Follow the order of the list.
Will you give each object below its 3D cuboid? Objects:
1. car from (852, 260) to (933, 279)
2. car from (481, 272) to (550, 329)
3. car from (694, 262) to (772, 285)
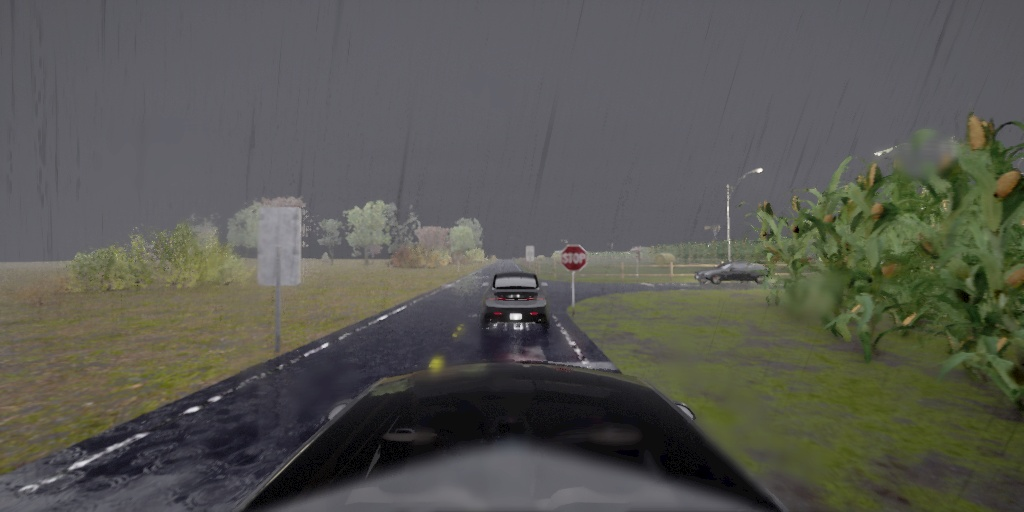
[{"bbox_3d":[24.809,0.967,23.790,4.902,1.511,2.128,-1,-1,-1],"label":"car"},{"bbox_3d":[0.098,1.236,11.237,1.837,1.490,4.892,0,0,0],"label":"car"},{"bbox_3d":[14.518,1.101,23.630,4.674,1.442,1.812,-1,-1,-1],"label":"car"}]
